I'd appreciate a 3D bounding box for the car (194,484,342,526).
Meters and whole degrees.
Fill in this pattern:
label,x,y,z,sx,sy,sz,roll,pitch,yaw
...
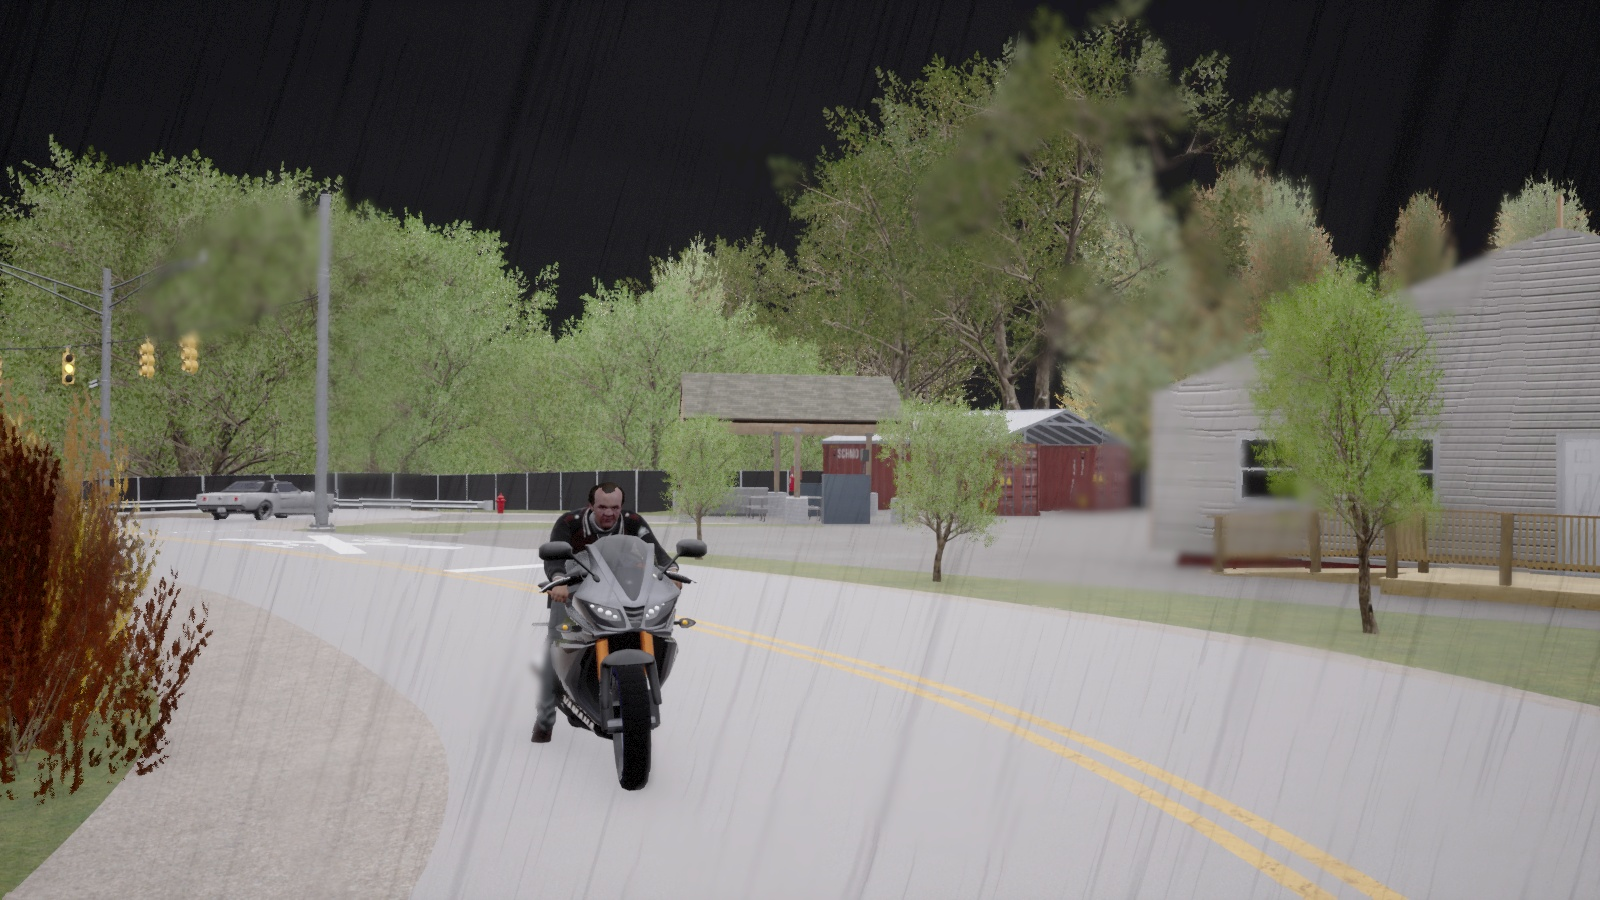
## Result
label,x,y,z,sx,sy,sz,roll,pitch,yaw
car,-17.416,1.801,41.402,1.895,1.301,4.718,-1,-2,17

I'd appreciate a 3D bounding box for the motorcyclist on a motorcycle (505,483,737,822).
label,x,y,z,sx,sy,sz,roll,pitch,yaw
motorcyclist on a motorcycle,-1.077,0.965,6.969,0.866,1.530,2.191,0,-1,-19
